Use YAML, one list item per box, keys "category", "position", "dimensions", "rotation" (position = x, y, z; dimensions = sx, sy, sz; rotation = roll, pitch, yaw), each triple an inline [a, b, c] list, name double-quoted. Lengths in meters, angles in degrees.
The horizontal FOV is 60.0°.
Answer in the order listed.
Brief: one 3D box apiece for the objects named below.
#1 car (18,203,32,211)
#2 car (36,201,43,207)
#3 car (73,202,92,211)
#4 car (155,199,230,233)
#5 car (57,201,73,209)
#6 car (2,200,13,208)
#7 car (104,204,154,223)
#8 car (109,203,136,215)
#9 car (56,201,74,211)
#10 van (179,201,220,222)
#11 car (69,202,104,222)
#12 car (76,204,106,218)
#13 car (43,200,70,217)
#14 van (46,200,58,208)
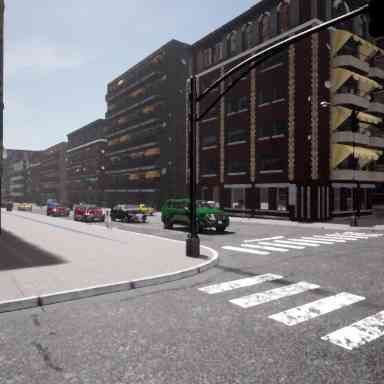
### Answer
- category: "car"
  position: [-29.215, 2.551, 58.153]
  dimensions: [1.752, 1.417, 4.829]
  rotation: [-1, 0, -36]
- category: "car"
  position: [-39.051, 3.097, 86.040]
  dimensions: [1.947, 1.339, 4.313]
  rotation: [-1, 0, -36]
- category: "car"
  position: [-19.370, 2.496, 58.709]
  dimensions: [1.752, 1.417, 4.829]
  rotation: [-1, 0, -36]
- category: "car"
  position: [0.042, 1.490, 21.923]
  dimensions: [2.150, 2.045, 5.566]
  rotation: [0, -1, -36]
- category: "car"
  position: [-25.866, 2.595, 67.728]
  dimensions: [1.967, 1.590, 4.097]
  rotation: [-1, 0, -36]
- category: "car"
  position: [-42.507, 2.719, 76.606]
  dimensions: [2.192, 1.841, 5.009]
  rotation: [-1, 0, -36]
- category: "car"
  position: [-5.823, 1.924, 30.070]
  dimensions: [2.128, 1.511, 4.902]
  rotation: [0, -1, -36]
- category: "car"
  position: [-9.378, 2.253, 44.835]
  dimensions: [1.947, 1.339, 4.313]
  rotation: [-1, 0, -36]
- category: "car"
  position: [-22.437, 2.466, 58.614]
  dimensions: [1.882, 1.535, 5.008]
  rotation: [0, -1, -36]
- category: "van"
  position: [0.646, 1.751, 31.200]
  dimensions: [1.690, 1.788, 3.998]
  rotation: [-1, 0, -36]
- category: "car"
  position: [-9.534, 1.908, 30.821]
  dimensions: [1.967, 1.590, 4.097]
  rotation: [-1, 0, -36]
- category: "car"
  position: [-11.669, 2.161, 38.210]
  dimensions: [1.994, 1.385, 4.181]
  rotation: [0, -1, -36]
- category: "car"
  position: [-16.128, 2.094, 39.978]
  dimensions: [1.967, 1.590, 4.097]
  rotation: [-1, 0, -36]
- category: "van"
  position: [-32.463, 2.684, 76.886]
  dimensions: [1.690, 1.788, 3.998]
  rotation: [-1, 0, -36]
